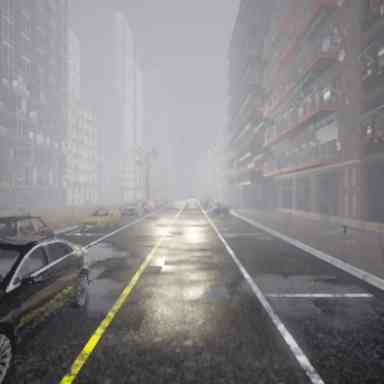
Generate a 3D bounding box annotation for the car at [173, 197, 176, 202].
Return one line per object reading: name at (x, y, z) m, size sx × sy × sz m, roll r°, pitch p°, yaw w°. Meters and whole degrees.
car at (-5.707, 2.012, 87.246) m, size 1.752 × 1.417 × 4.829 m, roll 0°, pitch 0°, yaw 0°

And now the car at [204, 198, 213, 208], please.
car at (2.682, 1.744, 37.624) m, size 2.008 × 1.369 × 4.403 m, roll 0°, pitch 0°, yaw 0°

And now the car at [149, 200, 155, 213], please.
car at (-5.698, 1.633, 37.624) m, size 1.967 × 1.590 × 4.097 m, roll 0°, pitch 0°, yaw 0°

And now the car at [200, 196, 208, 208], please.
car at (2.679, 1.726, 54.222) m, size 1.967 × 1.590 × 4.097 m, roll 0°, pitch 0°, yaw 0°

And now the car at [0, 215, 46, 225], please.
car at (-5.693, 1.489, 9.960) m, size 1.967 × 1.590 × 4.097 m, roll 0°, pitch 0°, yaw 0°

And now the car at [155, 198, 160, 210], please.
car at (-5.699, 1.774, 43.155) m, size 2.008 × 1.369 × 4.403 m, roll 0°, pitch 0°, yaw 0°

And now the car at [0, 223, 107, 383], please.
car at (-3.084, 1.518, 5.204) m, size 2.128 × 1.511 × 4.902 m, roll 0°, pitch 0°, yaw 0°

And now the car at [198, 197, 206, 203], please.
car at (2.673, 2.039, 87.416) m, size 2.008 × 1.369 × 4.403 m, roll 0°, pitch 0°, yaw 0°

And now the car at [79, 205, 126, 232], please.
car at (-5.695, 1.630, 20.855) m, size 1.752 × 1.417 × 4.829 m, roll 0°, pitch 0°, yaw 0°

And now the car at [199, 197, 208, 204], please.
car at (2.674, 1.860, 76.352) m, size 1.967 × 1.590 × 4.097 m, roll 0°, pitch 0°, yaw 0°

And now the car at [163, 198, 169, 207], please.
car at (-5.702, 1.842, 59.583) m, size 1.752 × 1.417 × 4.829 m, roll 0°, pitch 0°, yaw 0°

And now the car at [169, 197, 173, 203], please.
car at (-5.705, 1.967, 70.818) m, size 1.802 × 1.307 × 4.206 m, roll 0°, pitch 0°, yaw 0°

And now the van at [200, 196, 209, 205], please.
van at (2.676, 1.727, 70.820) m, size 1.690 × 1.788 × 3.998 m, roll 0°, pitch 0°, yaw 0°

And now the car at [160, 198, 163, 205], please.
car at (-5.700, 1.799, 48.687) m, size 1.887 × 1.381 × 4.507 m, roll 0°, pitch 0°, yaw 0°

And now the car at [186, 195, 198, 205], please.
car at (-0.014, 1.588, 67.453) m, size 2.150 × 2.045 × 5.566 m, roll 0°, pitch 0°, yaw 0°

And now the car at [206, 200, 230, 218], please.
car at (2.684, 1.715, 32.091) m, size 2.008 × 1.369 × 4.403 m, roll 0°, pitch 0°, yaw 0°

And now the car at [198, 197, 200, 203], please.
car at (2.677, 1.934, 65.287) m, size 1.802 × 1.307 × 4.206 m, roll 0°, pitch 0°, yaw 0°

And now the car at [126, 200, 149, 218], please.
car at (-5.697, 1.714, 32.091) m, size 2.008 × 1.369 × 4.403 m, roll 0°, pitch 0°, yaw 0°

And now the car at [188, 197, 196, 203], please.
car at (-0.015, 1.839, 77.842) m, size 1.812 × 1.442 × 4.674 m, roll 0°, pitch 0°, yaw 0°
